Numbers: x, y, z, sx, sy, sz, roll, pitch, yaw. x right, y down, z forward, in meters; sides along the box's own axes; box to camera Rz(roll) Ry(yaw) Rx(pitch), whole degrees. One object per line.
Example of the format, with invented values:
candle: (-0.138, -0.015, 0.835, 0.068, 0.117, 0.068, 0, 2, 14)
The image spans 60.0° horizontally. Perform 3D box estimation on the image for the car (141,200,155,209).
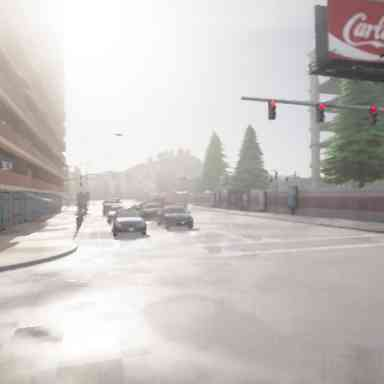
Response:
car: (-8.150, 2.188, 60.869, 1.882, 1.535, 5.008, -1, -1, -16)

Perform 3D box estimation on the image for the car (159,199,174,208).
car: (-4.786, 2.149, 61.833, 1.882, 1.535, 5.008, -1, -1, -16)

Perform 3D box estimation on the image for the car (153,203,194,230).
car: (-1.245, 1.757, 23.664, 1.837, 1.490, 4.892, -1, -1, -16)

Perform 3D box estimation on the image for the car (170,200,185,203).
car: (-2.034, 2.089, 52.403, 2.033, 1.411, 5.357, -1, -1, -15)

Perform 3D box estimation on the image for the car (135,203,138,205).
car: (-6.624, 2.113, 42.536, 1.895, 1.301, 4.718, -1, -1, -16)

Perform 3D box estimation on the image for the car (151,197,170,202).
car: (-5.369, 1.800, 51.326, 2.150, 2.045, 5.566, -1, -1, -15)

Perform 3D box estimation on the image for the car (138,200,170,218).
car: (-3.839, 1.882, 32.739, 1.837, 1.490, 4.892, -1, 0, -16)

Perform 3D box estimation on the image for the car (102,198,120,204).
car: (-9.642, 1.755, 40.323, 2.150, 2.045, 5.566, -1, -1, -16)

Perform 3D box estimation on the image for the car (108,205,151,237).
car: (-3.909, 1.784, 20.246, 1.812, 1.442, 4.674, -1, -1, -16)

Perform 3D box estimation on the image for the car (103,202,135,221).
car: (-6.573, 1.933, 29.565, 2.033, 1.411, 5.357, -1, -1, -16)
